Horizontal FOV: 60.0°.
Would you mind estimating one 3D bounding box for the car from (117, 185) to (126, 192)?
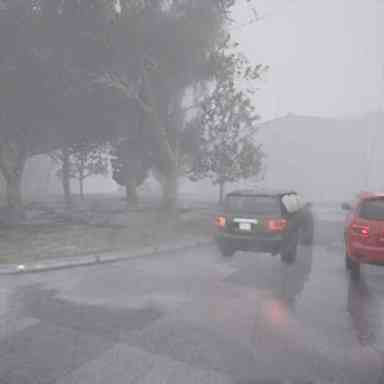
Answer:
[{"bbox_3d":[-14.710,-0.674,69.949,1.882,1.535,5.008,0,0,-10],"label":"car"}]

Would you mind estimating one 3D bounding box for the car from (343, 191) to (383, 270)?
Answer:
[{"bbox_3d":[5.651,0.970,9.648,2.150,2.045,5.566,1,3,25],"label":"car"}]

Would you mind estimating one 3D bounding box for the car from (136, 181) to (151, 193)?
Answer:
[{"bbox_3d":[-8.445,-0.811,57.773,2.150,2.045,5.566,-1,1,-15],"label":"car"}]

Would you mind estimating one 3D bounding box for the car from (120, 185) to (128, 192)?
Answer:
[{"bbox_3d":[-16.933,-0.846,82.815,1.882,1.535,5.008,0,0,-10],"label":"car"}]

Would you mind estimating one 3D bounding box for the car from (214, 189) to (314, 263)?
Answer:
[{"bbox_3d":[2.636,0.905,11.143,2.150,2.045,5.566,1,3,28],"label":"car"}]

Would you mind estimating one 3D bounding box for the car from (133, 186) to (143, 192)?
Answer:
[{"bbox_3d":[-11.556,-0.634,70.805,2.033,1.411,5.357,0,0,-10],"label":"car"}]

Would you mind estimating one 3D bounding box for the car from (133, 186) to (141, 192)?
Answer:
[{"bbox_3d":[-14.081,-0.733,85.417,1.994,1.385,4.181,0,0,-10],"label":"car"}]
